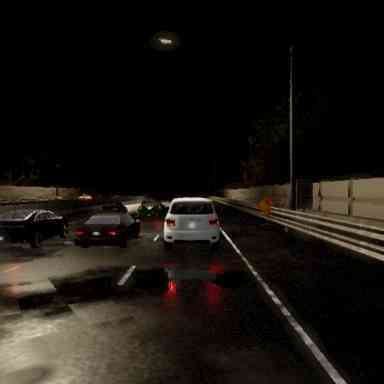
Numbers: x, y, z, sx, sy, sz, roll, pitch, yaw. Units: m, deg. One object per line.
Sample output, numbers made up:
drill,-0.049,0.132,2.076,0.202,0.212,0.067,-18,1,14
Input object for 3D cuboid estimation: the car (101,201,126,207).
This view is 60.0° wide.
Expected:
car,-7.000,1.545,29.651,1.812,1.442,4.674,0,0,0

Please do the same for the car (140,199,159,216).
car,-3.500,1.378,29.621,2.097,1.767,4.553,0,0,0

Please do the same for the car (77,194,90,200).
car,-24.500,1.320,75.948,2.097,1.767,4.553,0,0,0

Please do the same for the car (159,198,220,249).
car,-0.001,1.262,14.680,2.150,2.045,5.566,0,0,0

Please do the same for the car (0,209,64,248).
car,-7.000,1.500,14.650,2.128,1.511,4.902,0,0,0

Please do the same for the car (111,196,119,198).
car,-17.500,1.560,75.887,1.895,1.301,4.718,0,0,0

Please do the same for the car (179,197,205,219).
car,0.000,1.378,29.621,2.097,1.767,4.553,0,0,0

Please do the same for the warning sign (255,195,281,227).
warning sign,4.543,1.121,20.000,1.300,1.860,1.060,0,0,0

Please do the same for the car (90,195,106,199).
car,-21.000,1.465,75.917,1.837,1.490,4.892,0,0,0

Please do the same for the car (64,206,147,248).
car,-3.500,1.568,14.650,2.033,1.411,5.357,0,0,0
